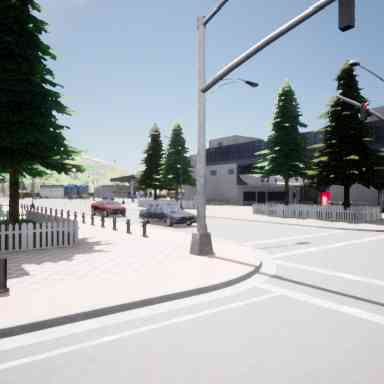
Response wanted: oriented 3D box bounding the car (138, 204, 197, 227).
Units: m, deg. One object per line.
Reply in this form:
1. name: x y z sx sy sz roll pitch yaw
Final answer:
1. car: -1.826 1.562 23.228 2.033 1.411 5.357 0 0 -37

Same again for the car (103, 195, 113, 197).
1. car: -18.929 1.387 74.989 1.845 1.501 3.633 0 0 -37

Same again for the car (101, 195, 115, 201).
1. car: -20.948 1.397 82.726 1.970 1.475 3.806 0 0 -37

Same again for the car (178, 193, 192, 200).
1. car: -1.820 1.089 87.994 1.905 1.878 3.866 0 0 -37

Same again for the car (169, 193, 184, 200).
1. car: -3.910 1.109 85.934 1.932 1.855 4.605 0 0 -37

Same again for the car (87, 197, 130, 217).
1. car: -7.921 1.492 31.318 1.882 1.535 5.008 0 0 -37
